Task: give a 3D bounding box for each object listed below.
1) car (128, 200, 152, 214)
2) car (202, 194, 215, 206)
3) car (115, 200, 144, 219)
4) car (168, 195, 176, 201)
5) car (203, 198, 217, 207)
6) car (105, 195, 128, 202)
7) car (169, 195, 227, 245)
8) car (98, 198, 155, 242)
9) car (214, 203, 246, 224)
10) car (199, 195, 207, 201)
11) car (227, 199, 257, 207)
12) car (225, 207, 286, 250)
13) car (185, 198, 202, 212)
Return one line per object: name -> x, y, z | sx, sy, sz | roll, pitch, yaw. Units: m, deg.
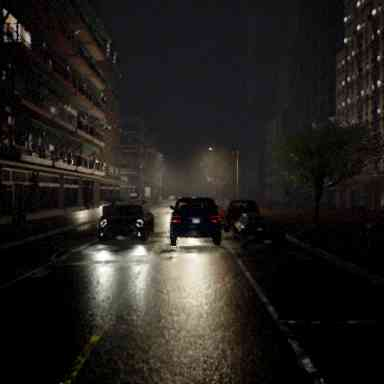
car -> -5.593, 1.584, 36.286 | 1.947, 1.339, 4.313 | 0, 0, 0
car -> 2.847, 1.360, 58.355 | 2.192, 1.841, 5.009 | 0, 0, 0
car -> -5.608, 1.538, 30.593 | 1.752, 1.417, 4.829 | 0, 0, 0
car -> -5.448, 1.650, 90.765 | 2.008, 1.369, 4.403 | 0, 0, 0
car -> 2.832, 1.604, 52.831 | 1.947, 1.339, 4.313 | 0, 0, 0
car -> -16.236, 1.404, 71.388 | 4.403, 1.369, 2.008 | 1, -1, 0
car -> 0.122, 1.226, 15.648 | 2.150, 2.045, 5.566 | 0, 0, -1
car -> -3.059, 1.357, 16.367 | 2.097, 1.767, 4.553 | 0, 0, 0
car -> 2.758, 1.575, 25.217 | 1.947, 1.339, 4.313 | 0, 0, 0
car -> 2.932, 1.644, 90.742 | 1.887, 1.381, 4.507 | 0, 0, 0
car -> 2.744, 1.321, 19.695 | 2.192, 1.841, 5.009 | 0, 0, 0
car -> 2.729, 1.554, 14.171 | 2.008, 1.369, 4.403 | 0, 0, 0
car -> 0.205, 1.500, 40.186 | 1.882, 1.535, 5.008 | 0, 0, 0
